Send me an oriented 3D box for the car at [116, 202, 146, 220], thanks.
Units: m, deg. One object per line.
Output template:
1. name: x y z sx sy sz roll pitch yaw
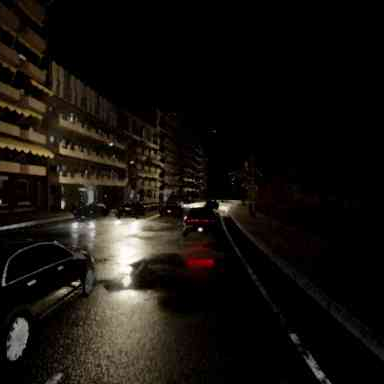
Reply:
1. car: -5.521 1.662 30.375 1.837 1.490 4.892 0 -1 4

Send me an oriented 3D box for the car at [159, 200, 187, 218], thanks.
1. car: -1.926 1.728 32.366 1.994 1.385 4.181 0 0 4

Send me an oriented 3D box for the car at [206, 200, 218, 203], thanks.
1. car: 2.952 1.826 48.938 1.994 1.385 4.181 0 0 7

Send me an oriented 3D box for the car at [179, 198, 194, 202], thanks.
1. car: -0.688 1.933 70.327 2.128 1.511 4.902 0 0 9

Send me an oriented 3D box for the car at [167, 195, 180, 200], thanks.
1. car: -3.893 1.636 70.868 2.150 2.045 5.566 0 0 9

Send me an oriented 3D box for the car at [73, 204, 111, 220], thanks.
1. car: -8.840 1.757 29.639 1.895 1.301 4.718 0 0 4

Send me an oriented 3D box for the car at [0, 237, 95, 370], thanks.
1. car: -3.146 1.534 5.723 1.837 1.490 4.892 0 0 1

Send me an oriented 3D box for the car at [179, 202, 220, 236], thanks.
1. car: 0.513 1.595 18.919 1.837 1.490 4.892 0 0 2
